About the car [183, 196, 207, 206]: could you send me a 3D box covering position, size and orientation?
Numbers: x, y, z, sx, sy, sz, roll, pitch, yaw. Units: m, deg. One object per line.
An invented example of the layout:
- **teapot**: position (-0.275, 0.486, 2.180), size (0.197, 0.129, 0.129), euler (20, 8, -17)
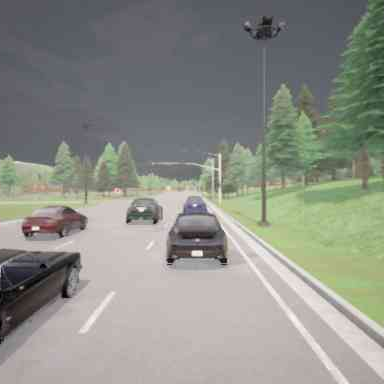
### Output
- **car**: position (0.250, 1.151, 30.414), size (2.097, 1.767, 4.553), euler (0, 0, 0)

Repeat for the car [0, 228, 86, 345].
- **car**: position (-3.377, 1.562, 5.366), size (1.895, 1.301, 4.718), euler (0, 0, 0)

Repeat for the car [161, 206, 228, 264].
- **car**: position (0.153, 1.428, 11.503), size (1.837, 1.490, 4.892), euler (0, 0, 0)

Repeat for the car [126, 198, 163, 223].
- **car**: position (-3.286, 1.194, 23.714), size (2.097, 1.767, 4.553), euler (0, 0, 0)

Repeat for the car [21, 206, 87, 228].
- **car**: position (-6.821, 1.409, 16.827), size (1.812, 1.442, 4.674), euler (0, 0, 0)
